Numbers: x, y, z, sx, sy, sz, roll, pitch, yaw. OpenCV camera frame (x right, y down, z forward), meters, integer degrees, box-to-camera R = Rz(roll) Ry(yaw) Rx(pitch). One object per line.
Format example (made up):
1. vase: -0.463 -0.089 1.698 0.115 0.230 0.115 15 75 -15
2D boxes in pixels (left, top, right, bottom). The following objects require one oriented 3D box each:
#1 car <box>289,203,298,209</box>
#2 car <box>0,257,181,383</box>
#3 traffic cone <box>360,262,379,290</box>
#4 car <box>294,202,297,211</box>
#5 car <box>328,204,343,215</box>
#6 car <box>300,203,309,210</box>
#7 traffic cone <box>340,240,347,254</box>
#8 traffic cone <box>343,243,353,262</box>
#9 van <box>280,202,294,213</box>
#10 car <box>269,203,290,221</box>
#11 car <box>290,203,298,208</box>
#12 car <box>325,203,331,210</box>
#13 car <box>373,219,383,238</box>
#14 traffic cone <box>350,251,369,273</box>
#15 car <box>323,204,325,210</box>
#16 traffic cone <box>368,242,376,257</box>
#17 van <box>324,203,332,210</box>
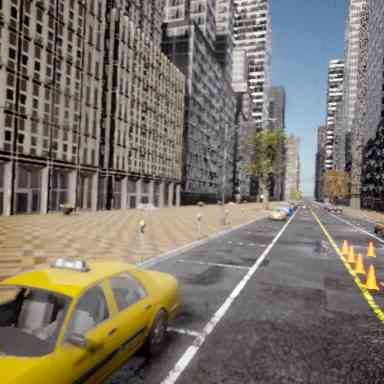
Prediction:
1. car: 25.745 3.526 84.441 1.887 1.381 4.507 2 -1 19
2. car: -1.582 1.492 3.779 1.752 1.417 4.829 2 -1 19
3. traffic cone: 4.792 2.257 8.894 0.340 0.580 0.340 2 -1 19
4. car: 16.653 2.861 57.606 2.008 1.369 4.403 2 -1 19
5. car: 26.400 3.322 60.278 2.008 1.369 4.403 2 -1 19
6. car: 26.599 3.451 78.573 2.128 1.511 4.902 2 -1 19
7. traffic cone: 6.718 2.398 14.575 0.340 0.580 0.340 2 -1 19
8. traffic cone: 6.076 2.351 12.681 0.340 0.580 0.340 2 -1 19
9. van: 13.026 2.383 46.876 1.690 1.788 3.998 2 -1 19
10. car: 9.327 2.295 35.979 1.752 1.417 4.829 2 -1 19
11. car: 27.562 3.682 89.807 1.947 1.339 4.313 2 -1 19
12. car: 30.036 3.585 71.012 1.887 1.381 4.507 2 -1 19
13. car: 13.727 2.362 22.871 1.752 1.417 4.829 2 -1 19
14. traffic cone: 5.434 2.304 10.787 0.340 0.580 0.340 2 -1 19
15. car: 33.673 3.853 81.745 1.887 1.381 4.507 2 -1 19
16. traffic cone: 7.664 2.437 14.253 0.340 0.580 0.340 2 -1 19
17. van: 35.500 3.784 87.113 1.690 1.788 3.998 2 -1 19
